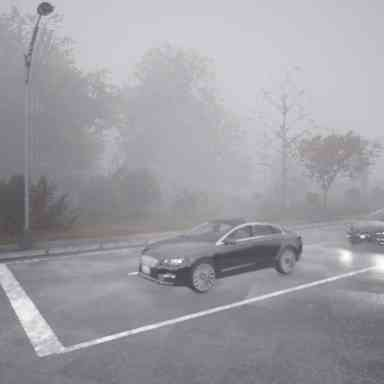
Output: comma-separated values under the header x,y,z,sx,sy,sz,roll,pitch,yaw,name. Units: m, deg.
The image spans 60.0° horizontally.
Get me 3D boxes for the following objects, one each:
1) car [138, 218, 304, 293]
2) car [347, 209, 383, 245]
x,y,z,sx,sy,sz,roll,pitch,yaw,name
0.959,1.489,8.953,4.902,1.511,2.128,0,0,-35,car
8.638,1.492,14.367,4.892,1.490,1.837,0,0,-35,car
